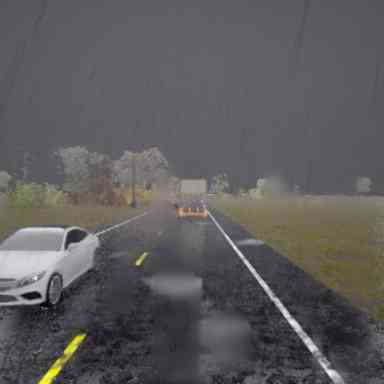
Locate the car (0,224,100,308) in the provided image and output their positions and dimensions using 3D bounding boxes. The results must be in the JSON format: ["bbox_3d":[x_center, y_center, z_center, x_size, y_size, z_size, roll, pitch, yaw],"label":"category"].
[{"bbox_3d":[-3.583,1.557,8.120,1.812,1.442,4.674,0,0,0],"label":"car"}]

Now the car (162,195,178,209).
[{"bbox_3d":[-3.264,1.420,50.535,2.150,2.045,5.566,0,0,1],"label":"car"}]

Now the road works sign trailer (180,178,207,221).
[{"bbox_3d":[0.122,0.574,28.646,2.380,3.560,2.880,0,0,0],"label":"road works sign trailer"}]
